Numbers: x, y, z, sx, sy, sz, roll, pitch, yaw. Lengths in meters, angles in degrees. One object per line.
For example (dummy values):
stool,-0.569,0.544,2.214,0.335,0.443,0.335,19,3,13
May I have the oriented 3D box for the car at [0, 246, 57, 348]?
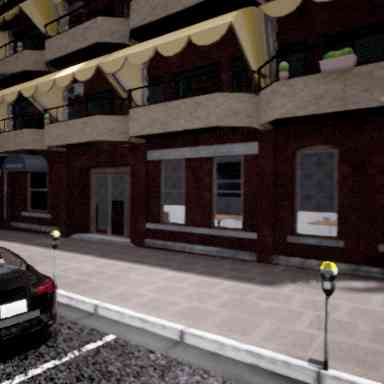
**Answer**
car,-4.024,1.570,5.578,4.313,1.339,1.947,0,1,35
